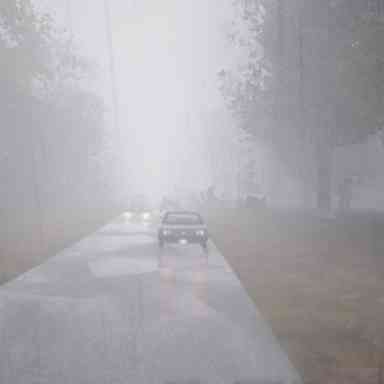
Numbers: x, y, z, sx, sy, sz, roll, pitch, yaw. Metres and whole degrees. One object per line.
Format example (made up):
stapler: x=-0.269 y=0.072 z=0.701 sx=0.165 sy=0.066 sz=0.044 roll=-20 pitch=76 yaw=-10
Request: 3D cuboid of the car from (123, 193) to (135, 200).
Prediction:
car: x=-13.581 y=0.941 z=71.873 sx=2.033 sy=1.411 sz=5.357 roll=2 pitch=-1 yaw=-16

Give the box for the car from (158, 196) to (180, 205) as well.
car: x=-2.188 y=1.123 z=31.884 sx=1.837 sy=1.490 sz=4.892 roll=1 pitch=0 yaw=-7

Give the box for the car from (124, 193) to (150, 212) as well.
car: x=-5.080 y=0.902 z=31.321 sx=2.097 sy=1.767 sz=4.553 roll=1 pitch=0 yaw=-8

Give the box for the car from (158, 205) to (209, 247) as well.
car: x=-0.440 y=1.458 z=14.217 sx=1.895 sy=1.301 sz=4.718 roll=1 pitch=1 yaw=-3
